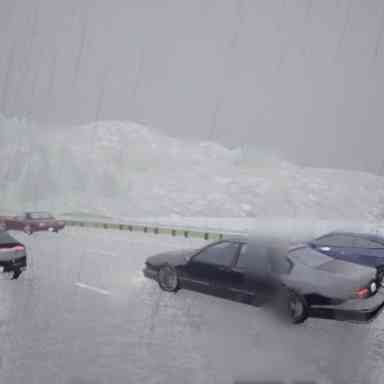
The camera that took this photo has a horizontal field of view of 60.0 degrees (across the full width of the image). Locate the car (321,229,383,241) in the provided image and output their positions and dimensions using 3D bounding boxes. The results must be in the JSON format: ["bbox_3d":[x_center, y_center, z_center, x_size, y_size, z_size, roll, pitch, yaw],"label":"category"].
[{"bbox_3d":[4.320,1.780,9.431,4.674,1.442,1.812,0,-1,40],"label":"car"}]

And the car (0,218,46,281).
[{"bbox_3d":[-6.362,1.582,9.100,4.902,1.511,2.128,0,-1,38],"label":"car"}]

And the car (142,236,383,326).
[{"bbox_3d":[1.267,1.719,7.480,5.357,1.411,2.033,0,-1,40],"label":"car"}]

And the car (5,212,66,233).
[{"bbox_3d":[-9.928,1.858,20.426,4.718,1.301,1.895,0,-1,35],"label":"car"}]
